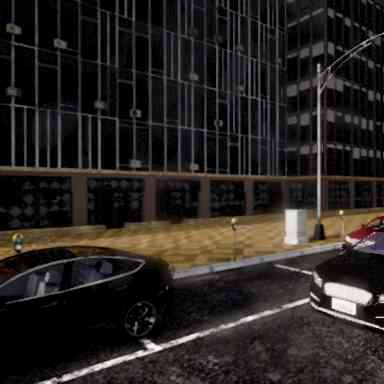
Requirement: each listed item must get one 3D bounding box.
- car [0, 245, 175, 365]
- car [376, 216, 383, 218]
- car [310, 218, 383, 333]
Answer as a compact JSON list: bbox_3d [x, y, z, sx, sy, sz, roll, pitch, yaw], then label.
[{"bbox_3d":[-2.275,1.559,4.933,4.313,1.339,1.947,-1,1,-36],"label":"car"},{"bbox_3d":[6.992,1.488,11.543,4.206,1.307,1.802,-1,1,-36],"label":"car"},{"bbox_3d":[4.279,1.437,6.431,4.902,1.511,2.128,-1,0,-35],"label":"car"}]
